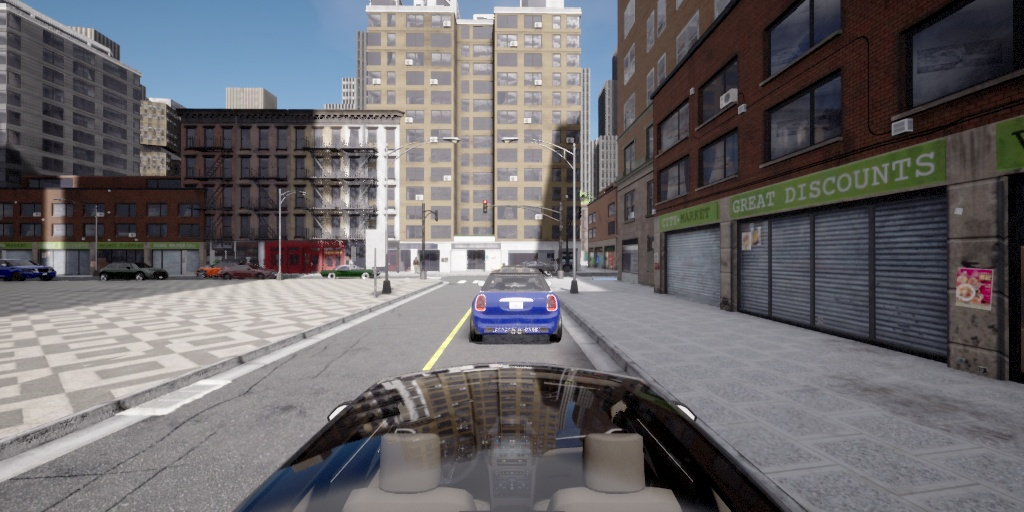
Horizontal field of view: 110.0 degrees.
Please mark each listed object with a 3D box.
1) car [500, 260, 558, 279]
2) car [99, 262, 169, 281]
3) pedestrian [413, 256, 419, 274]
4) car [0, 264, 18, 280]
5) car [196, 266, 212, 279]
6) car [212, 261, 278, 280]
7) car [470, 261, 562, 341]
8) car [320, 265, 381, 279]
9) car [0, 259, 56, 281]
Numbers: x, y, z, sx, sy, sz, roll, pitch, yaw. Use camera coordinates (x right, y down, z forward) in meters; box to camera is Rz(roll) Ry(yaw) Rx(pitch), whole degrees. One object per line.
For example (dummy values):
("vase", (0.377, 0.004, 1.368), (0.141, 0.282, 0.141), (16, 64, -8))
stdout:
("car", (1.600, 1.212, 33.529), (4.902, 1.511, 2.128), (-1, 0, -25))
("car", (-33.287, 1.323, 31.671), (4.553, 1.767, 2.097), (0, 0, -1))
("pedestrian", (-10.244, 0.969, 38.247), (0.375, 1.860, 0.375), (0, 0, -1))
("car", (-51.432, 1.556, 34.574), (5.008, 1.535, 1.882), (0, 0, -1))
("car", (-27.953, 1.299, 34.945), (4.553, 1.767, 2.097), (0, 0, -1))
("car", (-23.339, 1.433, 31.829), (4.674, 1.442, 1.812), (0, 0, -1))
("car", (0.085, 1.101, 9.979), (2.097, 1.767, 4.553), (0, 0, 0))
("car", (-14.269, 1.442, 31.948), (4.718, 1.301, 1.895), (0, 0, -1))
("car", (-43.908, 1.256, 31.551), (5.566, 2.045, 2.150), (0, 0, 0))
